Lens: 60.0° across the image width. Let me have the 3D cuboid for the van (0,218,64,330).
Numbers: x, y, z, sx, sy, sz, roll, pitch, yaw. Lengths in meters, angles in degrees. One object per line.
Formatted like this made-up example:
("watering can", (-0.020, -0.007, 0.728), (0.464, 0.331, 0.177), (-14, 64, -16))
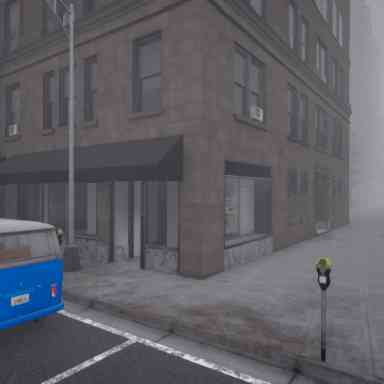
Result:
("van", (-4.024, 1.340, 5.949), (3.998, 1.788, 1.690), (0, 0, 36))
